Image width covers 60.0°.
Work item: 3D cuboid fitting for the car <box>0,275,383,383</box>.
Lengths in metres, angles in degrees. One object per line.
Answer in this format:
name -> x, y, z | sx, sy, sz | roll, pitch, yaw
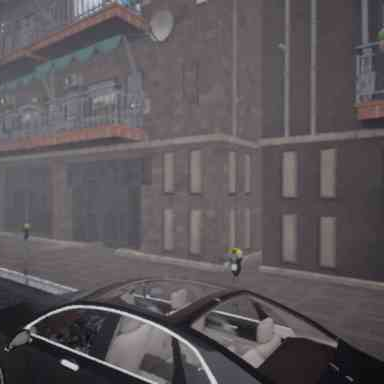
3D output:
car -> -0.472, 1.533, 3.216 | 4.403, 1.369, 2.008 | 1, 0, 36
